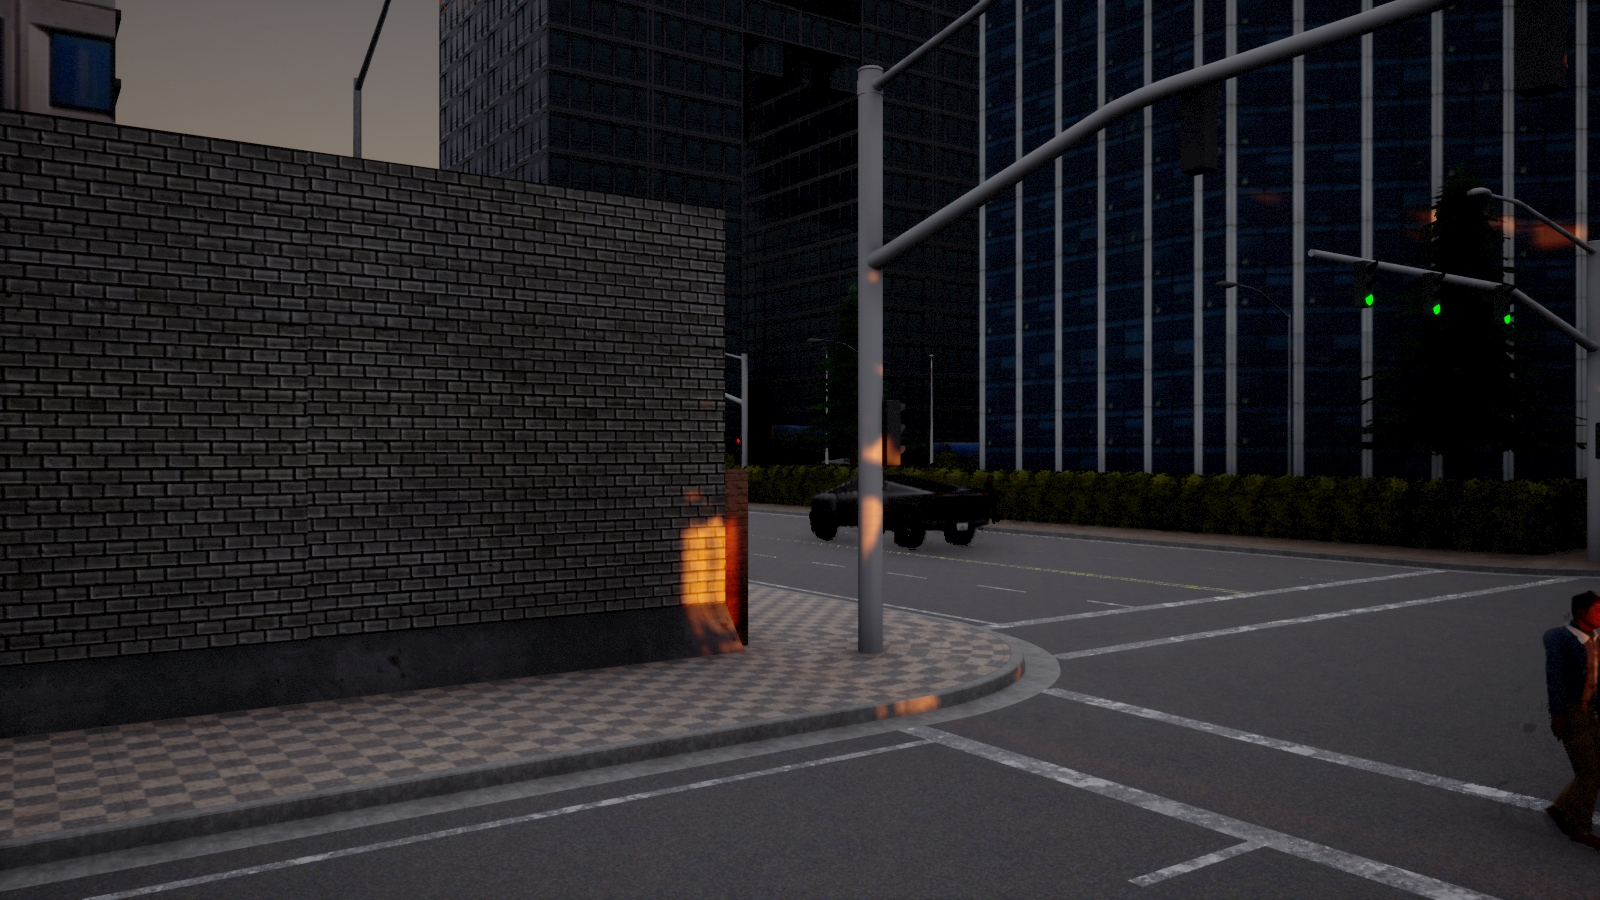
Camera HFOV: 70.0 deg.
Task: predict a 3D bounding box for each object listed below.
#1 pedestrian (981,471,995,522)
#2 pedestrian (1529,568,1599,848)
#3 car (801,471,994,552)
[{"bbox_3d":[6.873,1.698,41.776,0.375,1.860,0.375,0,0,35],"label":"pedestrian"},{"bbox_3d":[5.449,1.794,8.081,0.375,1.860,0.375,0,0,-33],"label":"pedestrian"},{"bbox_3d":[2.808,1.753,34.685,2.390,2.098,6.274,0,0,-35],"label":"car"}]
